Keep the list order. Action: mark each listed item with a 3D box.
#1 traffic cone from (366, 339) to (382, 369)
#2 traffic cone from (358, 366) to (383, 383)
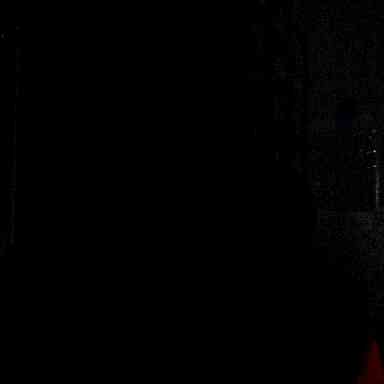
[{"bbox_3d":[2.206,2.092,4.030,0.340,0.580,0.340,0,-1,31],"label":"traffic cone"},{"bbox_3d":[1.698,2.064,3.168,0.340,0.580,0.340,0,-1,31],"label":"traffic cone"}]
